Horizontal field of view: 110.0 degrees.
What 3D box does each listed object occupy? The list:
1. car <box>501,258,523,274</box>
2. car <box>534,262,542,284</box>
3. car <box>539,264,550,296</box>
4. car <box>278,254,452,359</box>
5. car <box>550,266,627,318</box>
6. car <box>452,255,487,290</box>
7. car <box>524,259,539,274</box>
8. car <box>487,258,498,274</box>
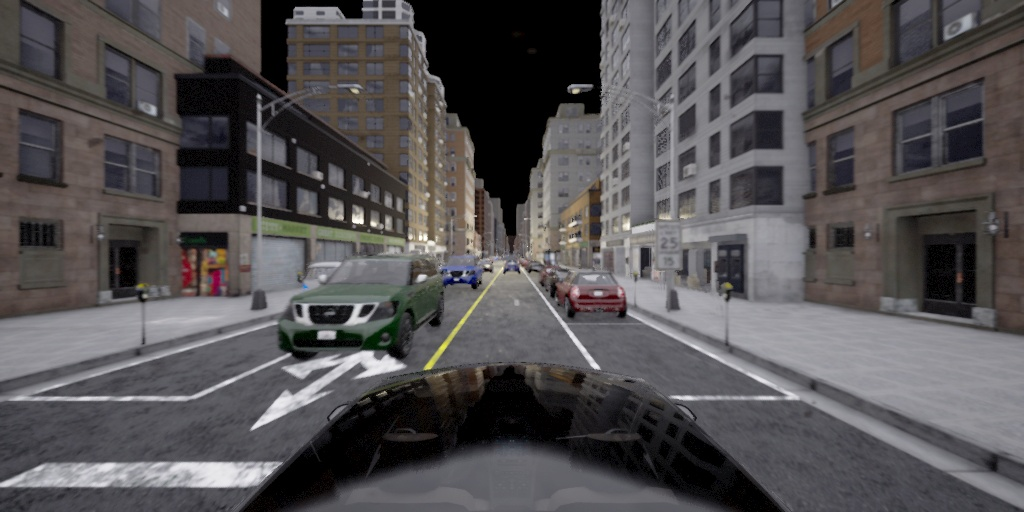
[{"bbox_3d":[-0.004,1.234,39.749,1.812,1.442,4.674,0,0,0],"label":"car"},{"bbox_3d":[2.667,1.306,24.038,1.802,1.307,4.207,0,0,0],"label":"car"},{"bbox_3d":[2.668,1.297,18.513,1.948,1.339,4.313,0,0,0],"label":"car"},{"bbox_3d":[-3.089,0.969,8.765,2.150,2.045,5.566,0,0,0],"label":"car"},{"bbox_3d":[2.669,1.177,12.988,1.967,1.591,4.097,0,0,0],"label":"car"},{"bbox_3d":[-3.091,0.950,22.856,2.150,2.045,5.566,0,0,0],"label":"car"},{"bbox_3d":[2.664,1.271,40.613,1.948,1.339,4.313,0,0,0],"label":"car"},{"bbox_3d":[-3.025,1.256,41.240,2.033,1.411,5.357,0,0,0],"label":"car"}]
